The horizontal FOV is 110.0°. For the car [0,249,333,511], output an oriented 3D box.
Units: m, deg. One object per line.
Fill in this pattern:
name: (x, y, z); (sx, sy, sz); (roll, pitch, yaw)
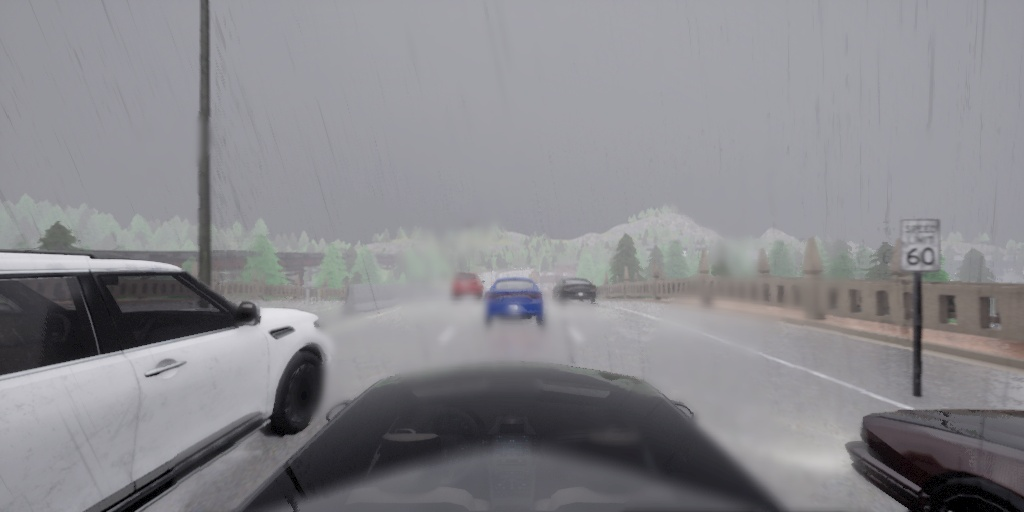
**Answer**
car: (-3.411, 0.974, 2.349); (2.150, 2.045, 5.566); (0, 0, 0)

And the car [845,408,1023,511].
car: (3.604, 1.300, 0.364); (2.033, 1.411, 5.357); (0, 0, 0)

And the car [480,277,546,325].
car: (0.101, 1.500, 12.893); (1.882, 1.535, 5.008); (0, -3, 0)

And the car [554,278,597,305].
car: (3.601, 2.024, 20.978); (1.882, 1.535, 5.008); (0, -5, 0)

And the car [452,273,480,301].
car: (-3.399, 2.510, 28.594); (2.150, 2.045, 5.566); (0, -7, 0)
